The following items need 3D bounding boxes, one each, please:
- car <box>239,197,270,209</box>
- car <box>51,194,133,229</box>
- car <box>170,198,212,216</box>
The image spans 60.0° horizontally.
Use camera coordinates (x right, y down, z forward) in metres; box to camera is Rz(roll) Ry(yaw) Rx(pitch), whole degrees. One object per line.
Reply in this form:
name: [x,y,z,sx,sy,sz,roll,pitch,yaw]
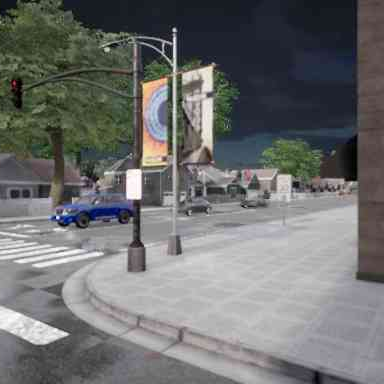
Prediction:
car: [7.871,1.322,41.284,2.033,1.411,5.357,0,0,36]
car: [-6.212,1.130,21.639,2.150,2.045,5.566,0,0,36]
car: [-0.005,1.351,30.311,1.837,1.490,4.892,0,1,36]
